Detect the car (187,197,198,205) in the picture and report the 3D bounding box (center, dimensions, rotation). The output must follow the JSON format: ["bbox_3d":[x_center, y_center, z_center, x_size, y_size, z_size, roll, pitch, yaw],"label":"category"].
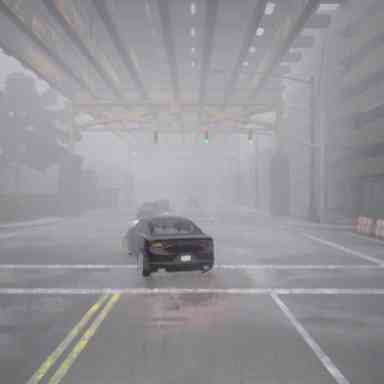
[{"bbox_3d":[0.079,1.530,57.521,2.128,1.511,4.902,0,0,0],"label":"car"}]

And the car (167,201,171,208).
[{"bbox_3d":[-3.598,1.552,39.361,1.812,1.442,4.674,0,0,0],"label":"car"}]

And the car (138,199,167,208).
[{"bbox_3d":[-3.610,1.567,29.257,2.033,1.411,5.357,0,0,0],"label":"car"}]

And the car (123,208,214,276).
[{"bbox_3d":[-0.925,1.485,10.588,1.882,1.535,5.008,1,0,-18],"label":"car"}]
